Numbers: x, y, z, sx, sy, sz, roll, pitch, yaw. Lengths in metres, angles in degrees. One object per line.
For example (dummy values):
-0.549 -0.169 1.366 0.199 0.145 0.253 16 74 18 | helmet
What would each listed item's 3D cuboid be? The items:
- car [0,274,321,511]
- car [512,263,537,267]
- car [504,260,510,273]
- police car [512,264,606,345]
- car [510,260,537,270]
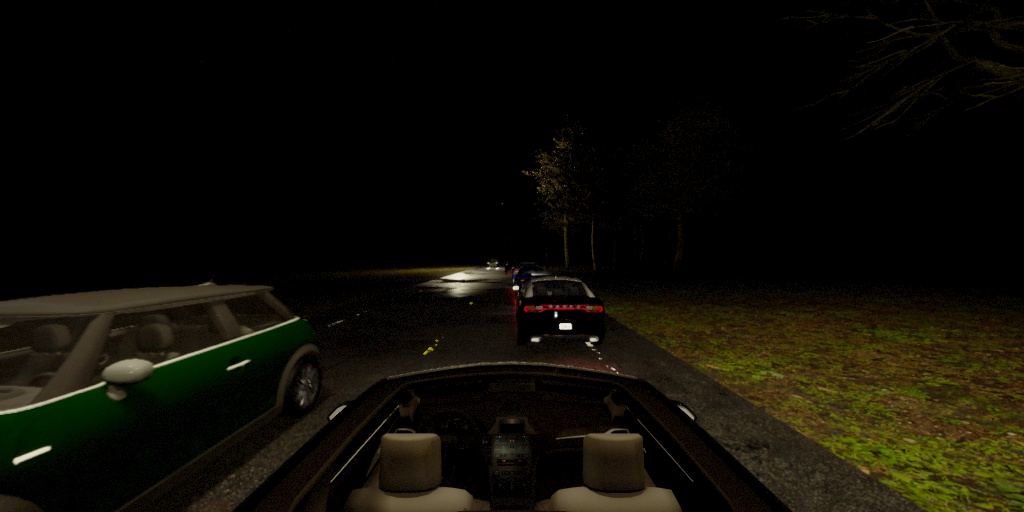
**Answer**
-3.599 1.102 2.882 2.097 1.767 4.553 0 0 0 | car
1.055 1.300 19.520 1.812 1.442 4.674 0 0 0 | car
0.035 1.364 46.804 1.837 1.490 4.892 0 0 0 | car
1.052 1.181 9.629 1.930 1.638 5.238 0 0 0 | police car
1.056 1.143 25.492 2.097 1.767 4.553 0 0 0 | car
